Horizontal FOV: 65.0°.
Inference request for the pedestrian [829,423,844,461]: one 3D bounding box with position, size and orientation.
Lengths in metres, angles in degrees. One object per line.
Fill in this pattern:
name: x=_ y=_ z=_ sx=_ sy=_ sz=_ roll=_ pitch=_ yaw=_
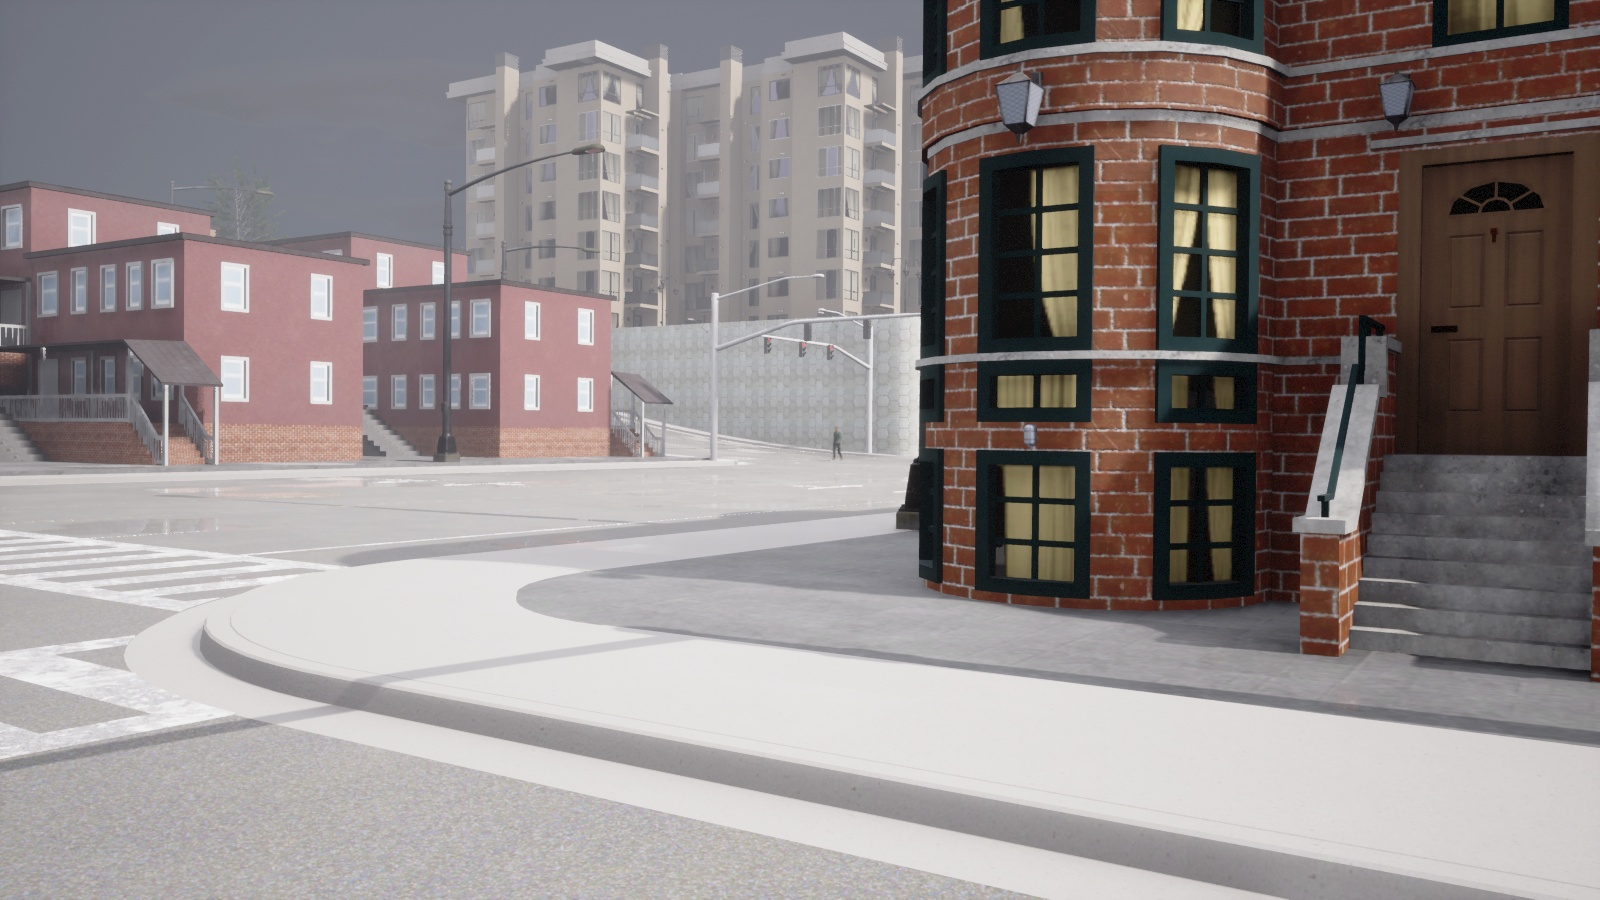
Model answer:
pedestrian: x=1.891 y=-0.422 z=65.273 sx=0.423 sy=1.949 sz=0.788 roll=0 pitch=1 yaw=34
